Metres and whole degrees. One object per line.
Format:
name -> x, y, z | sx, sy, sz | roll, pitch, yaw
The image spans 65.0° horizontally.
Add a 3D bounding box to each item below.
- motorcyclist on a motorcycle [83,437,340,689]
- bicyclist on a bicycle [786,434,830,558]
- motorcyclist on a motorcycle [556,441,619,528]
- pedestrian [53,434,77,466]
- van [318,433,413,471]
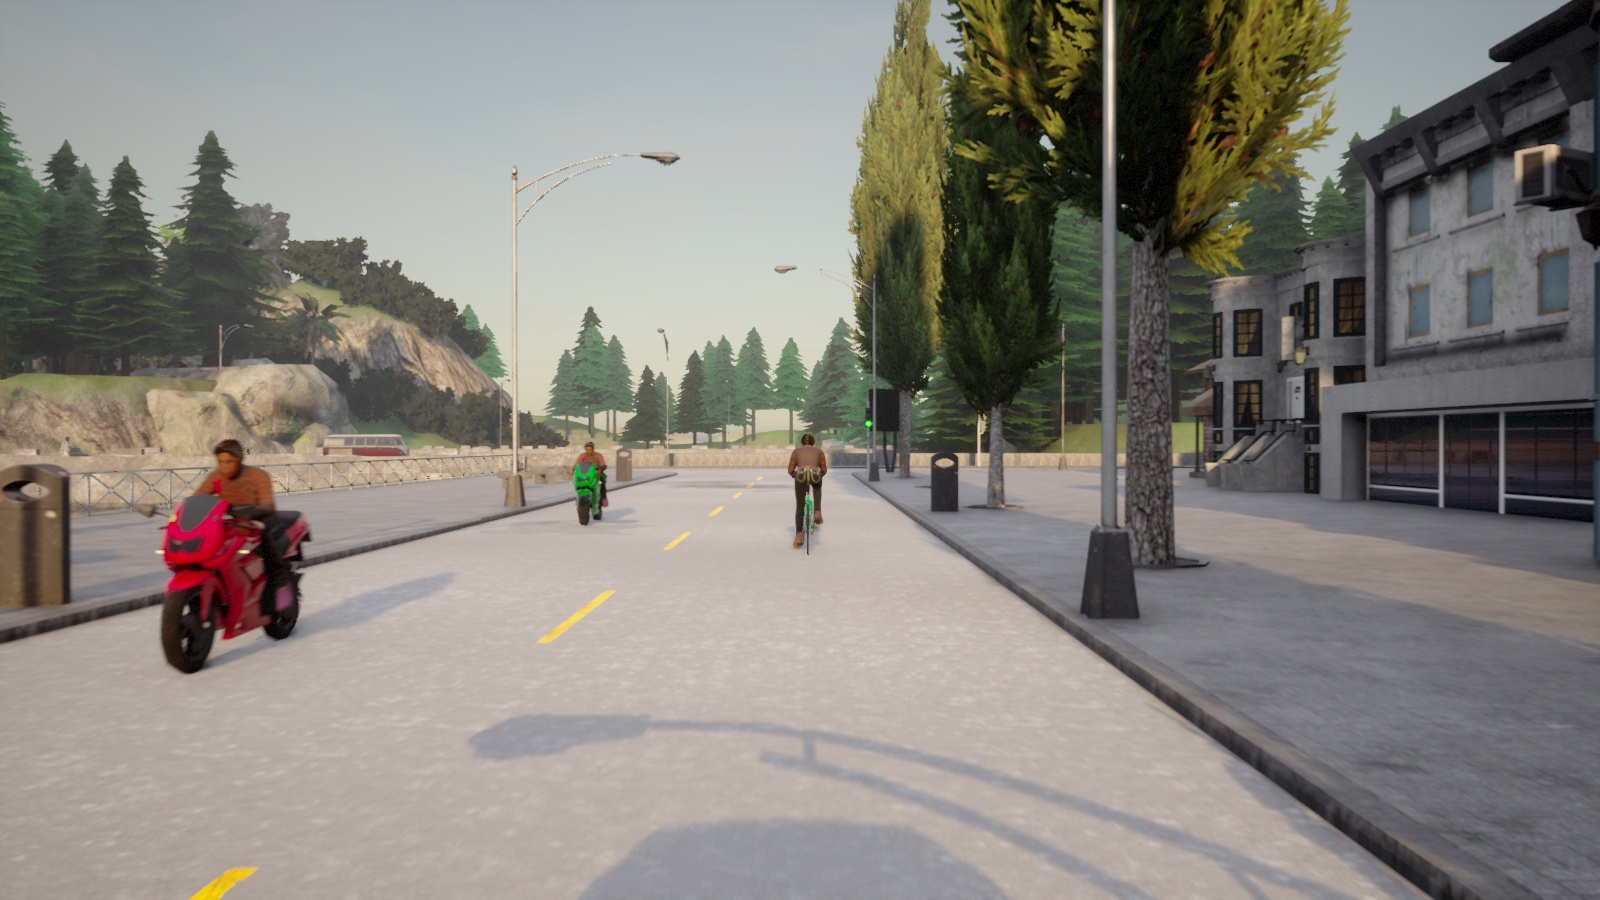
motorcyclist on a motorcycle -> -3.936, 0.677, 8.625 | 0.797, 1.523, 2.044 | 0, 0, 0
bicyclist on a bicycle -> 0.111, 0.602, 17.306 | 0.582, 1.620, 1.656 | 0, 0, 0
motorcyclist on a motorcycle -> -3.856, 0.596, 22.981 | 0.797, 1.523, 2.044 | 0, 0, 0
pedestrian -> -43.578, 0.001, 74.500 | 0.900, 1.855, 0.874 | 0, 0, 1
van -> -22.957, 0.107, 66.451 | 4.442, 1.987, 1.775 | 0, 0, 0
